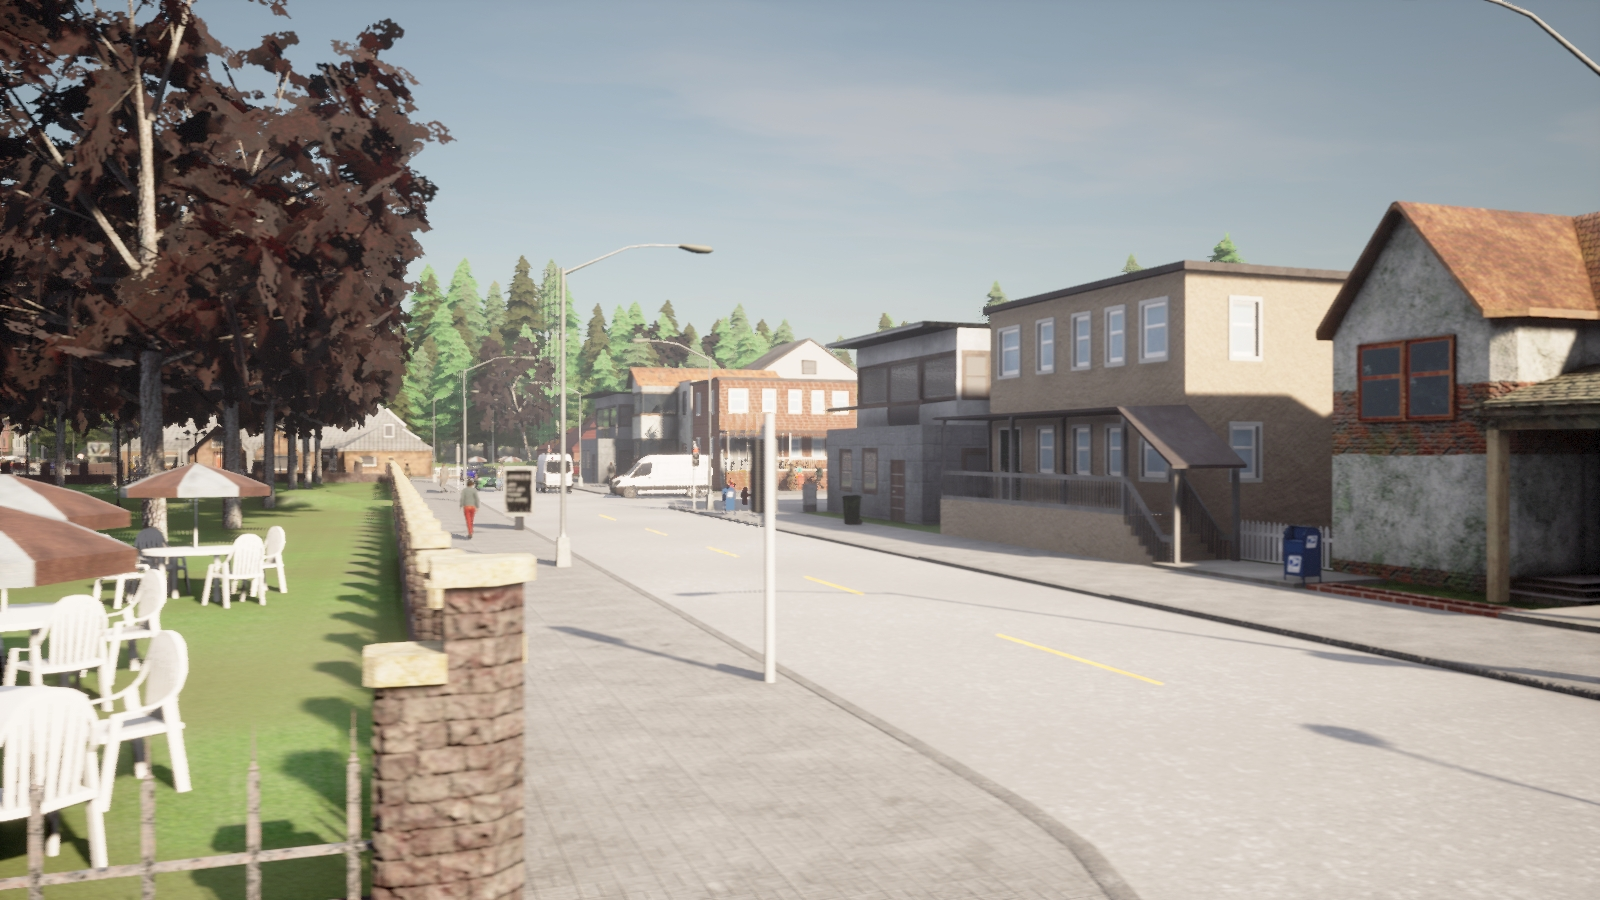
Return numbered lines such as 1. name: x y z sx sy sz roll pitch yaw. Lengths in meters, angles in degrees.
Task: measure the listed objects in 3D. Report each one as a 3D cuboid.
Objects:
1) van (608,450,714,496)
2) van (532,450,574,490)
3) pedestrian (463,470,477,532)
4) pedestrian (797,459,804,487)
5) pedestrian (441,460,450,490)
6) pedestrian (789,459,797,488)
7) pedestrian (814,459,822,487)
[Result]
1. van: -8.135 1.314 66.771 5.915 2.561 1.988 0 0 -16
2. van: -16.583 1.314 76.513 1.988 2.561 5.915 0 0 -20
3. pedestrian: -9.951 1.525 34.426 0.375 1.860 0.375 0 0 -18
4. pedestrian: 0.025 1.515 75.016 0.375 1.860 0.375 0 0 18
5. pedestrian: -22.042 1.525 70.953 0.375 1.860 0.375 0 0 34
6. pedestrian: -0.461 1.517 74.221 0.375 1.860 0.375 0 0 -23
7. pedestrian: 1.183 1.515 75.257 0.375 1.860 0.375 0 0 -20
